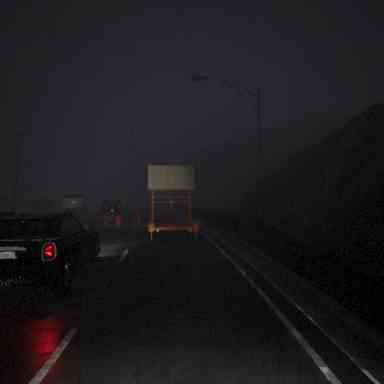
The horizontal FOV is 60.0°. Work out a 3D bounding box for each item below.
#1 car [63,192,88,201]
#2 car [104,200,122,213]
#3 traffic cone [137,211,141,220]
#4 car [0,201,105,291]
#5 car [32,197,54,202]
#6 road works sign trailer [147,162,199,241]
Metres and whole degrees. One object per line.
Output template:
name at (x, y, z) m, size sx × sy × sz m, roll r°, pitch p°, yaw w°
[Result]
car at (-11.833, 1.011, 33.828) m, size 2.150 × 2.045 × 5.566 m, roll 0°, pitch 0°, yaw -16°
car at (-7.923, 1.391, 32.780) m, size 1.895 × 1.301 × 4.718 m, roll 0°, pitch 0°, yaw -15°
traffic cone at (-3.650, 1.806, 22.955) m, size 0.340 × 0.580 × 0.340 m, roll 0°, pitch 0°, yaw -10°
car at (-3.912, 1.297, 8.915) m, size 2.097 × 1.767 × 4.553 m, roll 0°, pitch 0°, yaw -4°
car at (-16.246, 1.257, 36.302) m, size 1.882 × 1.535 × 5.008 m, roll 0°, pitch 0°, yaw -17°
road works sign trailer at (-1.027, 0.355, 16.288) m, size 2.380 × 3.560 × 2.880 m, roll 0°, pitch 0°, yaw -10°
